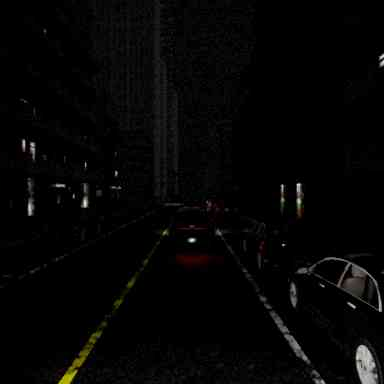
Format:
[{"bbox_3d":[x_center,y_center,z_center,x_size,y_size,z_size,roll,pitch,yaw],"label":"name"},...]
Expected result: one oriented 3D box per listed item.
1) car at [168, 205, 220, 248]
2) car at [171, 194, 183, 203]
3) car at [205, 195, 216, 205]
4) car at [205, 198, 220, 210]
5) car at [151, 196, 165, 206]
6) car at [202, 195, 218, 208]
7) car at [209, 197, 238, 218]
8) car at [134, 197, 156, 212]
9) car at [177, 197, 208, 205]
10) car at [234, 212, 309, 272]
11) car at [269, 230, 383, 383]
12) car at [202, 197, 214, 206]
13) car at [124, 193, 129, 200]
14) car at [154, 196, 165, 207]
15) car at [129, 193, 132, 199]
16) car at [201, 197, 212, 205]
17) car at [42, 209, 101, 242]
[{"bbox_3d":[0.001,1.519,14.650,1.837,1.490,4.892,0,0,0],"label":"car"},{"bbox_3d":[-3.000,1.355,67.621,2.150,2.045,5.566,0,0,0],"label":"car"},{"bbox_3d":[2.692,1.449,38.937,1.967,1.590,4.097,0,0,0],"label":"car"},{"bbox_3d":[2.692,1.537,44.790,1.752,1.417,4.829,0,0,0],"label":"car"},{"bbox_3d":[-5.688,1.459,55.982,1.967,1.590,4.097,0,0,0],"label":"car"},{"bbox_3d":[2.693,1.330,50.302,2.192,1.841,5.009,0,0,0],"label":"car"},{"bbox_3d":[2.692,1.445,27.572,1.967,1.590,4.097,0,0,0],"label":"car"},{"bbox_3d":[-5.688,1.591,38.935,1.802,1.307,4.206,0,0,0],"label":"car"},{"bbox_3d":[0.001,1.502,29.650,2.128,1.511,4.902,0,0,0],"label":"car"},{"bbox_3d":[2.693,1.552,10.526,2.008,1.369,4.403,0,0,0],"label":"car"},{"bbox_3d":[2.693,1.551,4.843,2.008,1.369,4.403,0,0,0],"label":"car"},{"bbox_3d":[2.692,1.544,56.154,1.752,1.417,4.829,0,0,0],"label":"car"},{"bbox_3d":[-17.558,1.040,75.352,5.009,1.841,2.192,1,-1,0],"label":"car"},{"bbox_3d":[-5.688,1.455,50.300,1.967,1.590,4.097,0,0,0],"label":"car"},{"bbox_3d":[-17.692,1.065,83.730,5.009,1.841,2.192,1,-1,0],"label":"car"},{"bbox_3d":[2.692,1.589,61.667,1.947,1.339,4.313,0,0,0],"label":"car"},{"bbox_3d":[-5.688,1.553,16.206,2.008,1.369,4.403,0,0,0],"label":"car"}]
